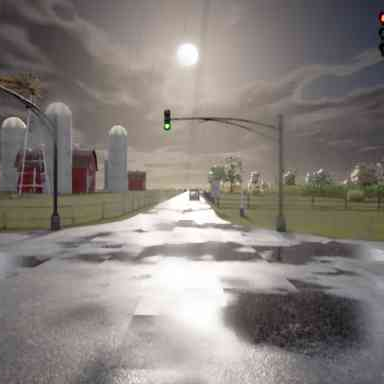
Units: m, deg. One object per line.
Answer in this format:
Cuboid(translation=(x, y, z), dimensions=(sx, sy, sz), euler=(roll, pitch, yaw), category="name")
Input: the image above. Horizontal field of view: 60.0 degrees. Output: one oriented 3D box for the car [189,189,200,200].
Cuboid(translation=(0.434, 0.717, 60.202), dimensions=(2.128, 1.511, 4.902), euler=(0, 1, 0), category="car")
